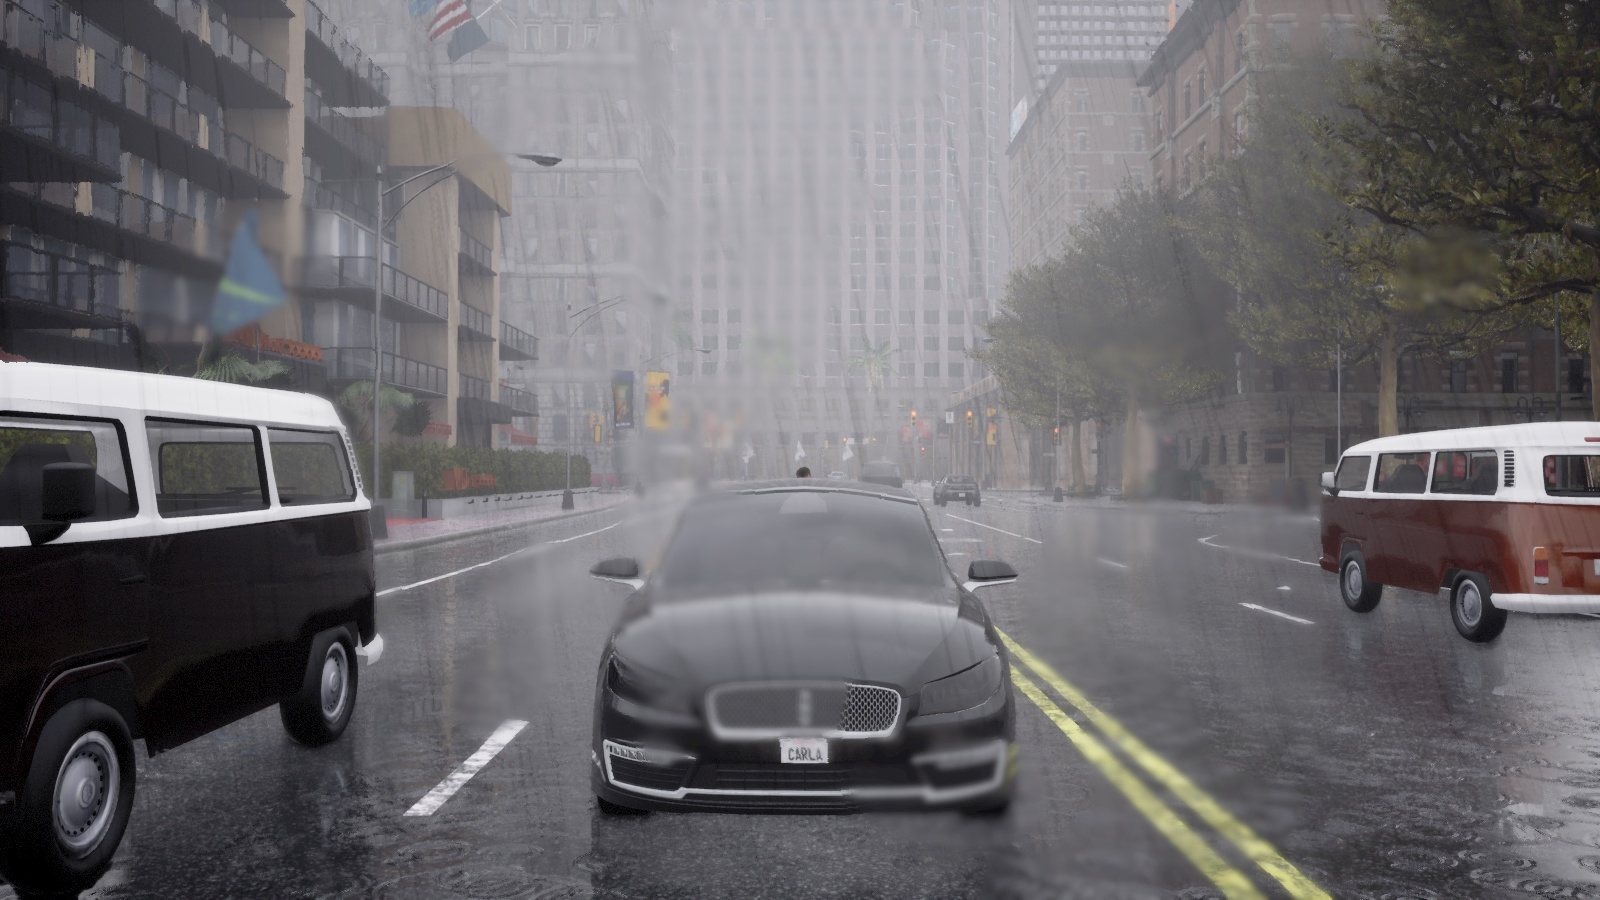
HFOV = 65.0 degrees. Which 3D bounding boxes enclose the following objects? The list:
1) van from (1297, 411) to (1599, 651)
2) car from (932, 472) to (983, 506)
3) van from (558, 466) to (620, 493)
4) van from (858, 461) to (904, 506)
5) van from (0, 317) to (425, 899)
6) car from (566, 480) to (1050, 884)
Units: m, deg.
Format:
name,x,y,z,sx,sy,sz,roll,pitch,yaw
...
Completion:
name,x,y,z,sx,sy,sz,roll,pitch,yaw
van,7.046,0.726,12.933,2.069,2.038,4.480,0,-1,0
car,7.152,1.760,57.314,1.816,1.474,4.193,0,-1,0
van,-15.661,2.195,93.451,4.442,1.987,1.775,0,-1,-6
van,3.651,1.511,57.183,1.775,1.987,4.442,0,-1,0
van,-3.470,0.650,5.862,2.069,2.038,4.480,0,-1,0
car,0.033,0.940,7.223,1.837,1.490,4.892,0,-1,0
